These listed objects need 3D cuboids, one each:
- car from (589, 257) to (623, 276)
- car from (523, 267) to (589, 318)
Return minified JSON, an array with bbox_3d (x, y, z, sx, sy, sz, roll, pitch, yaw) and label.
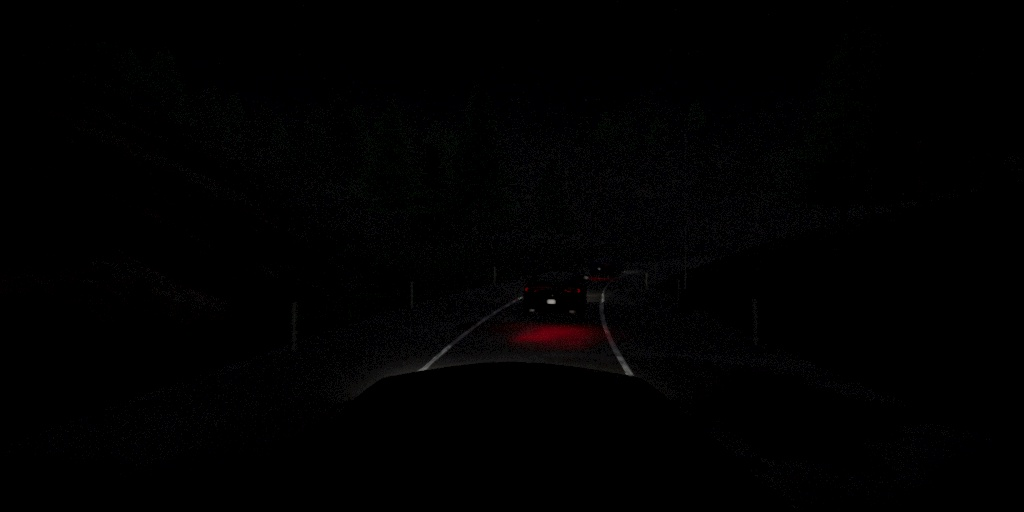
[{"bbox_3d":[7.906,0.779,29.880,1.882,1.535,5.008,0,1,28],"label":"car"},{"bbox_3d":[1.650,1.126,12.703,1.882,1.535,5.008,0,1,12],"label":"car"}]
